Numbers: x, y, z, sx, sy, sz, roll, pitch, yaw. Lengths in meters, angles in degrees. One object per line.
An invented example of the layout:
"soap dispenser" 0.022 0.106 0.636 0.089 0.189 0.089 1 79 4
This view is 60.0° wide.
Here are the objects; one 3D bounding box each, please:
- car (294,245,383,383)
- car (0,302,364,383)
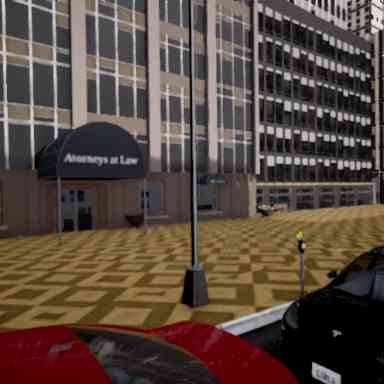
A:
"car" 3.148 1.488 4.687 4.313 1.339 1.947 -1 0 -35
"car" -1.348 1.549 1.479 4.507 1.381 1.887 -1 1 -35
